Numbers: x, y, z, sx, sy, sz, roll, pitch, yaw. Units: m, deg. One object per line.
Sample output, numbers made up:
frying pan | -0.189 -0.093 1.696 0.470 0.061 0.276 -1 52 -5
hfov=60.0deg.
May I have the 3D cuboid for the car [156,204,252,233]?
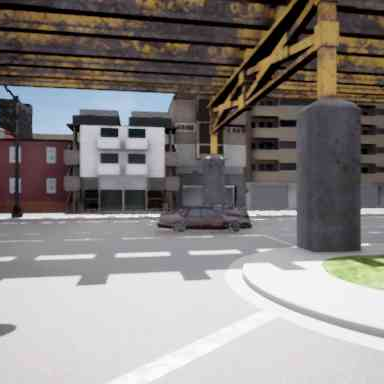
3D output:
car | 0.665 1.572 19.121 5.357 1.411 2.033 0 0 0
